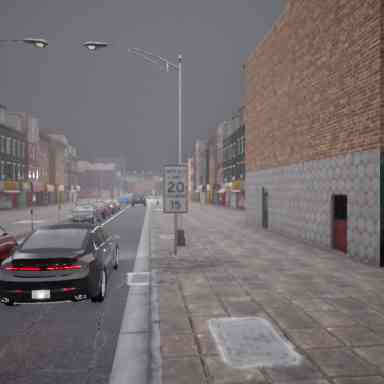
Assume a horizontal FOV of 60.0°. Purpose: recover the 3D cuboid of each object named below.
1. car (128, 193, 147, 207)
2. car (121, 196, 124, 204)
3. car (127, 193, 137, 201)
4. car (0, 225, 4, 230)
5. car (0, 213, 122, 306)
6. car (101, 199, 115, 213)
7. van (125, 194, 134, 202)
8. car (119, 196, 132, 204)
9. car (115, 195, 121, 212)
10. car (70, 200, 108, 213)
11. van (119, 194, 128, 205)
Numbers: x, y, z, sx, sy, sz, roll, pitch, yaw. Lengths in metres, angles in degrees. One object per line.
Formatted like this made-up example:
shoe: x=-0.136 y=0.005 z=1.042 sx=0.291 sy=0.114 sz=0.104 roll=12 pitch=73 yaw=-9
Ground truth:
car: x=-8.211 y=1.180 z=51.454 sx=2.150 sy=2.045 sz=5.566 roll=0 pitch=0 yaw=-7
car: x=-9.475 y=1.495 z=39.486 sx=1.752 sy=1.417 sz=4.829 roll=0 pitch=0 yaw=-7
car: x=-14.894 y=1.273 z=82.789 sx=2.192 sy=1.841 sz=5.009 roll=0 pitch=0 yaw=-7
car: x=-5.450 y=1.442 z=7.303 sx=1.967 sy=1.590 sz=4.097 roll=0 pitch=0 yaw=-7
car: x=-2.886 y=1.501 z=8.096 sx=1.837 sy=1.490 sz=4.892 roll=0 pitch=0 yaw=-7
car: x=-8.147 y=1.523 z=28.870 sx=1.887 sy=1.381 sz=4.507 roll=0 pitch=0 yaw=-7
van: x=-13.544 y=1.298 z=72.005 sx=1.690 sy=1.788 sz=3.998 roll=0 pitch=0 yaw=-7
car: x=-12.194 y=1.525 z=61.222 sx=1.947 sy=1.339 sz=4.313 roll=0 pitch=0 yaw=-7
car: x=-8.822 y=1.414 z=34.262 sx=1.967 sy=1.590 sz=4.097 roll=0 pitch=0 yaw=-7
car: x=-7.472 y=1.534 z=23.479 sx=2.008 sy=1.369 sz=4.403 roll=0 pitch=0 yaw=-7
van: x=-11.521 y=1.302 z=55.830 sx=1.690 sy=1.788 sz=3.998 roll=0 pitch=0 yaw=-7
